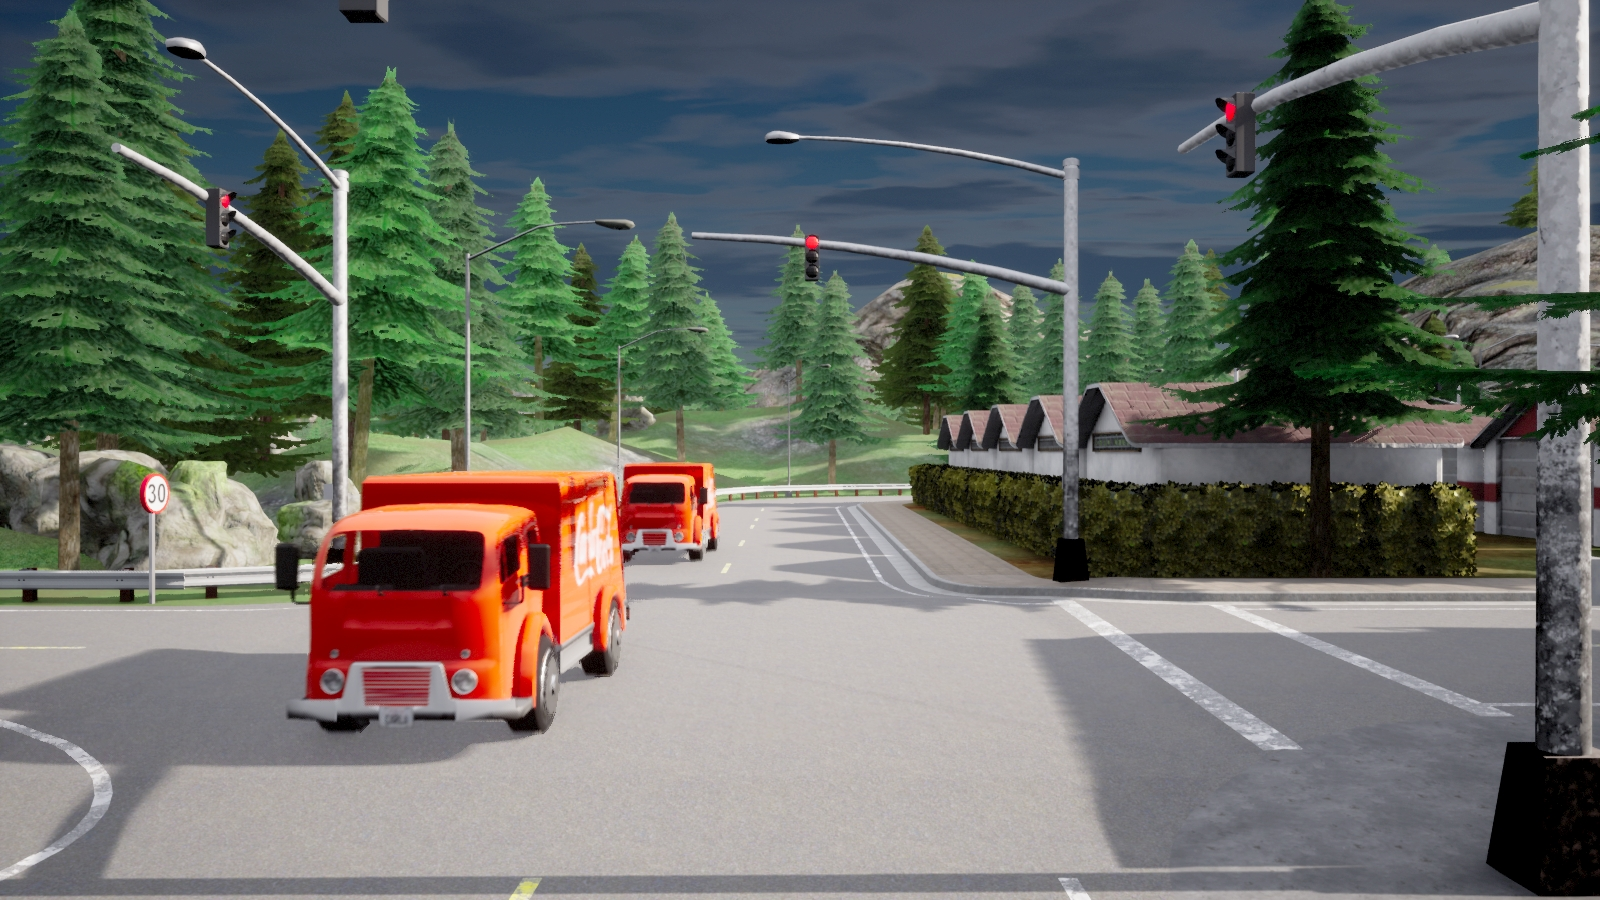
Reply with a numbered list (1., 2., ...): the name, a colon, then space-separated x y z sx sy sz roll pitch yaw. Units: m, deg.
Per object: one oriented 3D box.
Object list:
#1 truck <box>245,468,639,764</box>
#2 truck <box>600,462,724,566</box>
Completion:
1. truck: -3.478 1.482 12.518 2.627 2.467 5.204 0 0 1
2. truck: -3.497 1.564 30.041 2.627 2.467 5.204 0 0 0
